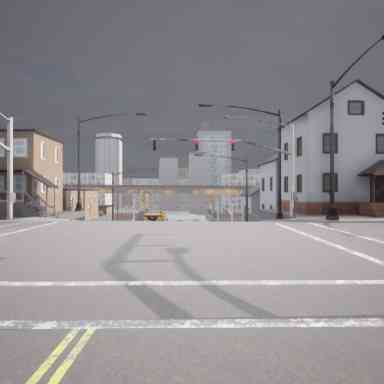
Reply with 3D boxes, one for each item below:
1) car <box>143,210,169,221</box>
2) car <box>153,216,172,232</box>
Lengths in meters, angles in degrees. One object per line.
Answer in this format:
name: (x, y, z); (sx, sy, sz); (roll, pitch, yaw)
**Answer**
car: (-3.673, 2.536, 33.465); (1.882, 1.535, 5.008); (0, -9, 1)
car: (-3.781, 4.235, 43.687); (2.128, 1.511, 4.902); (0, -13, -1)
